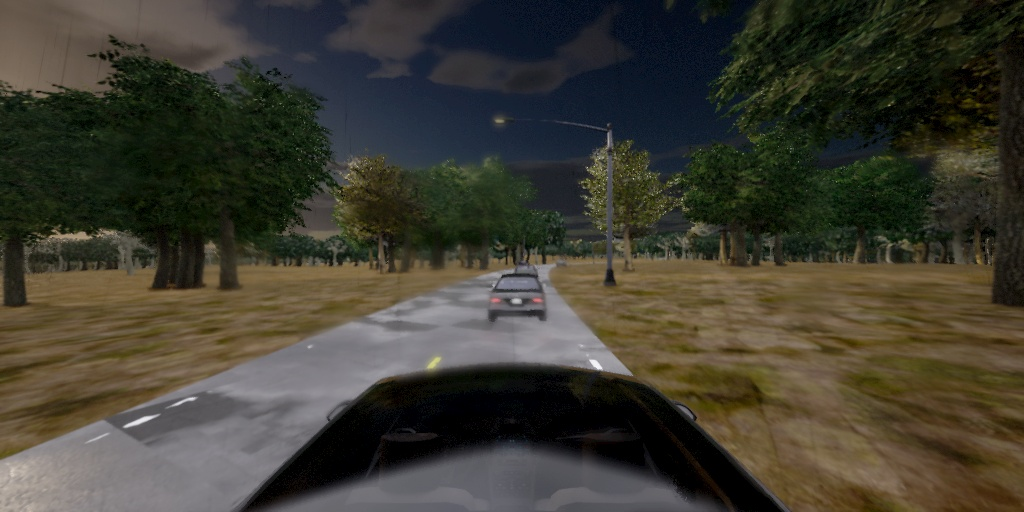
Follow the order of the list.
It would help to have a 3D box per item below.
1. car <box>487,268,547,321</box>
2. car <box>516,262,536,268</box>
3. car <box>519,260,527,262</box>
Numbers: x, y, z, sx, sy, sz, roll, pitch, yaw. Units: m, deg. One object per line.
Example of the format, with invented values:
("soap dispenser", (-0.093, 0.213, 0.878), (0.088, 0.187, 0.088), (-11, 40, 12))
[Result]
("car", (0.237, 1.307, 12.410), (2.033, 1.411, 5.357), (0, 0, 2))
("car", (1.154, 1.386, 28.867), (1.895, 1.301, 4.718), (0, 0, 5))
("car", (1.910, 1.446, 61.664), (1.994, 1.385, 4.181), (0, 0, 10))
